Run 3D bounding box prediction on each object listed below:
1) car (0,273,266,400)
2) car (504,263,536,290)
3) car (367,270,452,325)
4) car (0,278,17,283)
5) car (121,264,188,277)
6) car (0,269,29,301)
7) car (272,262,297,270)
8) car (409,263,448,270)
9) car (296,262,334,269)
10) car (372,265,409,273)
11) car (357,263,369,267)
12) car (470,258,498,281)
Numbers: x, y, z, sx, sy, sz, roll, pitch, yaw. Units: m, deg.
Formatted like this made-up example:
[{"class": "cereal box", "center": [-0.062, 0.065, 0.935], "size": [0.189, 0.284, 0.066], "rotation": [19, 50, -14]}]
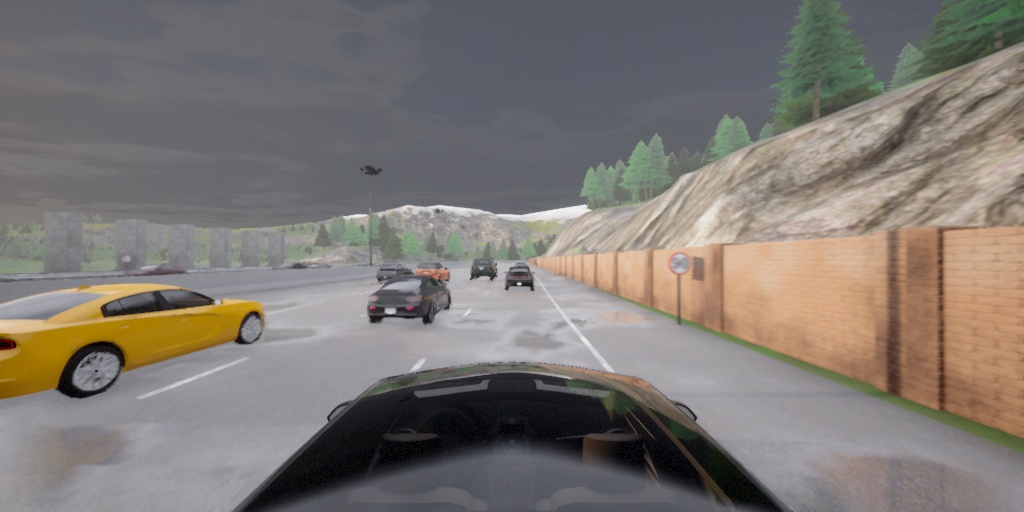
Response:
[{"class": "car", "center": [-6.867, 1.245, 6.582], "size": [1.882, 1.535, 5.008], "rotation": [0, 0, 1]}, {"class": "car", "center": [0.533, 1.458, 24.427], "size": [1.837, 1.490, 4.892], "rotation": [0, 0, 2]}, {"class": "car", "center": [-3.291, 1.355, 12.144], "size": [1.812, 1.442, 4.674], "rotation": [0, 0, 1]}, {"class": "car", "center": [-10.375, 1.092, 5.040], "size": [2.097, 1.767, 4.553], "rotation": [0, -1, 0]}, {"class": "car", "center": [-30.928, 1.422, 31.215], "size": [1.812, 1.442, 4.674], "rotation": [0, 0, 2]}, {"class": "car", "center": [-24.453, 1.321, 14.689], "size": [2.033, 1.411, 5.357], "rotation": [0, 0, 1]}, {"class": "car", "center": [-27.068, 1.501, 43.924], "size": [1.882, 1.535, 5.008], "rotation": [0, 0, 2]}, {"class": "car", "center": [-6.335, 1.317, 28.826], "size": [2.097, 1.767, 4.553], "rotation": [0, -1, 2]}, {"class": "car", "center": [-20.233, 1.559, 37.879], "size": [1.994, 1.385, 4.181], "rotation": [0, -1, 2]}, {"class": "car", "center": [-9.796, 1.459, 30.362], "size": [2.128, 1.511, 4.902], "rotation": [0, 0, 2]}, {"class": "car", "center": [-23.395, 1.739, 57.912], "size": [1.994, 1.385, 4.181], "rotation": [0, 0, 1]}, {"class": "car", "center": [-2.654, 1.254, 34.686], "size": [2.150, 2.045, 5.566], "rotation": [0, 0, 2]}]
